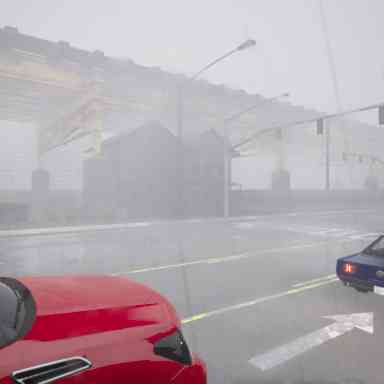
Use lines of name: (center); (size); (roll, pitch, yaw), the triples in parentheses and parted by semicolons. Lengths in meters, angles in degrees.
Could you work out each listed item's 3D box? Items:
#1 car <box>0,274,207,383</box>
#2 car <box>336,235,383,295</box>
car: (-2.526, 1.221, 1.943); (5.566, 2.045, 2.150); (0, 0, -36)
car: (5.427, 1.601, 7.616); (4.718, 1.301, 1.895); (0, 0, -35)
